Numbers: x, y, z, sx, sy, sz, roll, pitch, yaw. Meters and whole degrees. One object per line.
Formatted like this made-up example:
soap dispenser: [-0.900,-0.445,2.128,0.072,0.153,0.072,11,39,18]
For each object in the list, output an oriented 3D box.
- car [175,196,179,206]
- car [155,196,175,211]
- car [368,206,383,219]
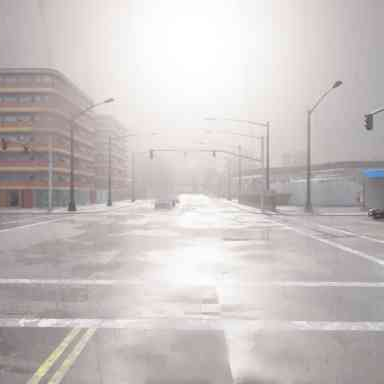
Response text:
car: [-3.556,1.601,52.051,1.895,1.301,4.718,0,0,0]
car: [-3.569,1.478,41.998,1.882,1.535,5.008,0,0,0]
car: [16.627,1.505,26.450,4.892,1.490,1.837,0,0,0]
